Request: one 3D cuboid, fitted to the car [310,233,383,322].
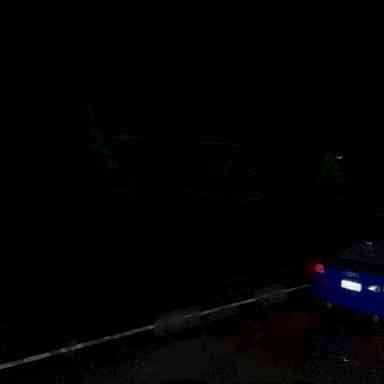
[{"bbox_3d":[4.338,1.564,6.837,4.181,1.385,1.994,0,0,-36],"label":"car"}]
